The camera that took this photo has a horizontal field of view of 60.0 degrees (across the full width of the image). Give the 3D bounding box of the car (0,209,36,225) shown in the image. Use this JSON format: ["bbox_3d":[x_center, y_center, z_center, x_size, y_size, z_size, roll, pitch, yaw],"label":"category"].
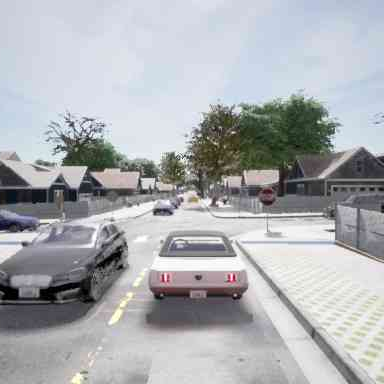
[{"bbox_3d":[-11.602,1.779,20.082,4.674,1.442,1.812,-2,0,4],"label":"car"}]

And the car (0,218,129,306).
[{"bbox_3d":[-2.836,1.486,8.248,2.128,1.511,4.902,0,0,0],"label":"car"}]

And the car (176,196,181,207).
[{"bbox_3d":[-2.764,1.450,43.630,1.812,1.442,4.674,0,0,0],"label":"car"}]

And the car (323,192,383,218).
[{"bbox_3d":[11.629,0.949,23.362,4.553,1.767,2.097,-2,0,0],"label":"car"}]

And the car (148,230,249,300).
[{"bbox_3d":[0.120,1.596,8.356,1.895,1.301,4.718,0,0,0],"label":"car"}]

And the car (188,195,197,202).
[{"bbox_3d":[0.144,1.398,76.136,2.128,1.511,4.902,0,0,0],"label":"car"}]

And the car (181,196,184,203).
[{"bbox_3d":[-2.739,1.507,53.702,1.895,1.301,4.718,0,0,0],"label":"car"}]

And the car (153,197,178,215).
[{"bbox_3d":[-2.787,1.493,33.605,2.033,1.411,5.357,0,0,0],"label":"car"}]

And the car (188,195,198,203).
[{"bbox_3d":[0.222,1.364,66.176,1.882,1.535,5.008,0,0,0],"label":"car"}]

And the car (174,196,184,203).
[{"bbox_3d":[-2.640,1.485,67.275,1.895,1.301,4.718,0,0,0],"label":"car"}]
